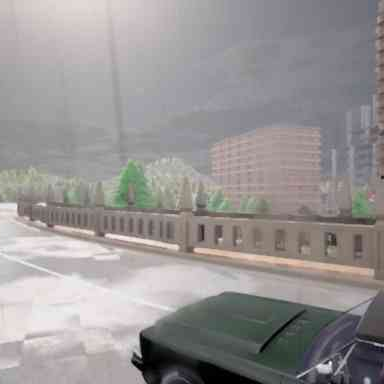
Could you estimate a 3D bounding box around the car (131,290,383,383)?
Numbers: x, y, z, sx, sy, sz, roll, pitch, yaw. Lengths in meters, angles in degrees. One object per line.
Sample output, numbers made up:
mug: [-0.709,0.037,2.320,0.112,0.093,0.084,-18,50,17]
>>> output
car: [1.694,1.619,2.862,4.718,1.301,1.895,0,0,36]
